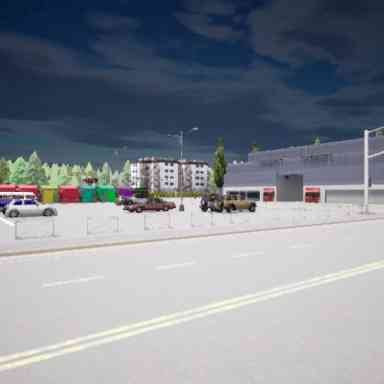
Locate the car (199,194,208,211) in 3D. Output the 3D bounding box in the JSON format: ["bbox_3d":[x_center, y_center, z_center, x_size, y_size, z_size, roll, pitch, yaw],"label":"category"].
[{"bbox_3d":[2.622,1.121,35.148,3.866,1.878,1.905,0,0,-35],"label":"car"}]

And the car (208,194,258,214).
[{"bbox_3d":[4.250,1.118,32.755,4.605,1.855,1.932,0,0,-35],"label":"car"}]

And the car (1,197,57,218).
[{"bbox_3d":[-13.198,1.357,27.264,3.806,1.475,1.970,0,0,-35],"label":"car"}]

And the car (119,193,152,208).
[{"bbox_3d":[-8.747,1.119,51.143,3.866,1.878,1.905,0,0,-35],"label":"car"}]

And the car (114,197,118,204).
[{"bbox_3d":[-10.411,1.358,53.513,3.806,1.475,1.970,0,0,-35],"label":"car"}]

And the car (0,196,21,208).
[{"bbox_3d":[-24.656,1.324,43.404,3.905,1.438,1.784,0,0,-35],"label":"car"}]

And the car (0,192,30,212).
[{"bbox_3d":[-23.035,1.114,41.003,4.605,1.855,1.932,0,0,-35],"label":"car"}]
